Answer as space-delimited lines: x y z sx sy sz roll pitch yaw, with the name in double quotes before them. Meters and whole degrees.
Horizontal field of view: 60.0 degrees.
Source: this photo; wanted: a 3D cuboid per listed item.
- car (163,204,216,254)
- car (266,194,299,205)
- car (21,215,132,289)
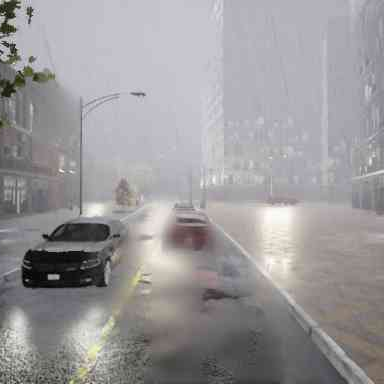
"car" -0.143 1.480 13.516 1.882 1.535 5.008 0 0 -1
"car" 13.965 1.201 51.548 5.009 1.841 2.192 0 -1 15
"car" -2.946 1.479 9.469 1.882 1.535 5.008 0 1 -1
